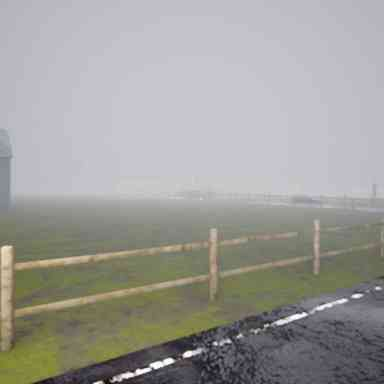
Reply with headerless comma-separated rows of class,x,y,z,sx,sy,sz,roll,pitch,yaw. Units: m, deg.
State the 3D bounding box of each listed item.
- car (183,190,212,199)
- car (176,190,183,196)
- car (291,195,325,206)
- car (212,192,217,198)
car,1.026,0.436,62.023,2.097,1.767,4.553,0,1,-35
car,-1.646,0.335,71.882,1.837,1.490,4.892,0,1,-35
car,14.835,1.076,42.550,1.994,1.385,4.181,0,1,-35
car,2.914,0.570,65.537,1.837,1.490,4.892,0,1,-35
